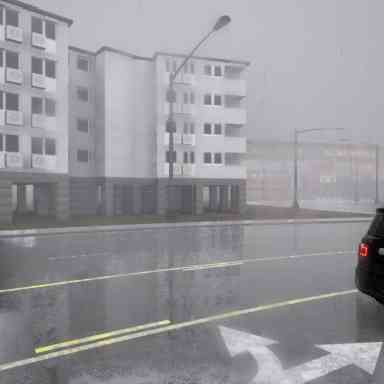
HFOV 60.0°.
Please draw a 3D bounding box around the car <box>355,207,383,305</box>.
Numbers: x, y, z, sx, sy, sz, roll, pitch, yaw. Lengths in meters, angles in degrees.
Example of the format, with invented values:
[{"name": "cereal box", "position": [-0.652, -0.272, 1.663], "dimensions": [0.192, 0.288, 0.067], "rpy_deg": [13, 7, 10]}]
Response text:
[{"name": "car", "position": [5.697, 1.221, 6.288], "dimensions": [5.566, 2.045, 2.150], "rpy_deg": [0, 0, -23]}]
